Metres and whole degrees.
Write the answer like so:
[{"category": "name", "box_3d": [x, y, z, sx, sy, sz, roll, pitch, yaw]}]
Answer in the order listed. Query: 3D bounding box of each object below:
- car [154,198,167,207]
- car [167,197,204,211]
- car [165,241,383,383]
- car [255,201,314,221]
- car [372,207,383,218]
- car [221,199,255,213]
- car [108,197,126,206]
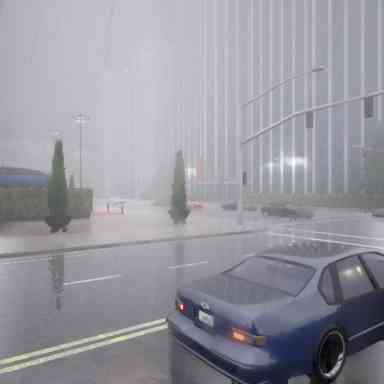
[{"category": "car", "box_3d": [-4.073, 1.564, 50.392, 1.994, 1.385, 4.181, 0, 0, -36]}, {"category": "car", "box_3d": [-0.589, 1.351, 39.608, 2.097, 1.767, 4.553, 0, 0, -36]}, {"category": "car", "box_3d": [2.224, 1.547, 5.389, 5.357, 1.411, 2.033, 0, 0, -35]}, {"category": "car", "box_3d": [7.769, 1.505, 27.471, 1.837, 1.490, 4.892, 0, 0, -31]}, {"category": "car", "box_3d": [16.663, 1.548, 25.168, 5.357, 1.411, 2.033, 0, 0, 33]}, {"category": "car", "box_3d": [5.236, 1.526, 37.536, 1.812, 1.442, 4.674, 0, 0, -36]}, {"category": "car", "box_3d": [-12.813, 1.525, 56.570, 1.812, 1.442, 4.674, 0, 0, -35]}]
